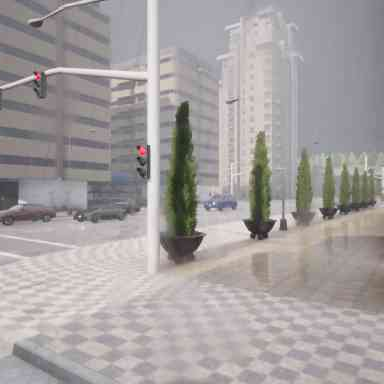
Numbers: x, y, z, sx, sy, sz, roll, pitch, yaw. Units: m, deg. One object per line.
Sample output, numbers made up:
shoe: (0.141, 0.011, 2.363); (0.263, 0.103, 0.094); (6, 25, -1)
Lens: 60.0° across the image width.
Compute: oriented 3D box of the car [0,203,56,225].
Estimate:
car: (-12.391, 1.581, 24.582); (1.812, 1.442, 4.674); (0, 0, 34)

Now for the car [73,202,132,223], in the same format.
car: (-7.122, 1.619, 26.100); (1.994, 1.385, 4.181); (0, 0, 35)

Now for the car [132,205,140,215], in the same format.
car: (-7.248, 1.656, 32.089); (1.895, 1.301, 4.718); (0, 0, 35)

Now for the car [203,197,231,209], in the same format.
car: (3.625, 1.560, 47.820); (1.837, 1.490, 4.892); (0, 0, 35)

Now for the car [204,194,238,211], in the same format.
car: (3.716, 1.277, 41.812); (2.150, 2.045, 5.566); (0, 0, 35)
